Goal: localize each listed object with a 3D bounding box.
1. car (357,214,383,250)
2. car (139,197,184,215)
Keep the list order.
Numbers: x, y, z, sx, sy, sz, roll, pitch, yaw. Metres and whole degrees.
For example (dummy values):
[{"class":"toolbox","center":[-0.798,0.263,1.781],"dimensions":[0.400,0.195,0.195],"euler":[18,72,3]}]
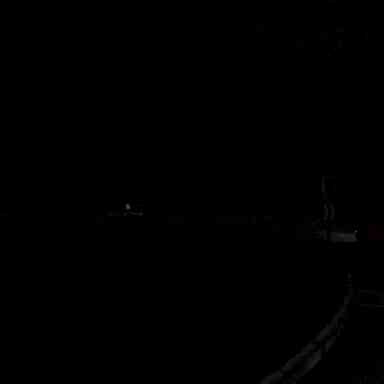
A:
[{"class":"car","center":[7.852,1.501,12.478],"dimensions":[1.882,1.535,5.008],"euler":[0,1,9]},{"class":"car","center":[-3.212,1.431,34.628],"dimensions":[4.553,1.767,2.097],"euler":[0,0,22]}]
